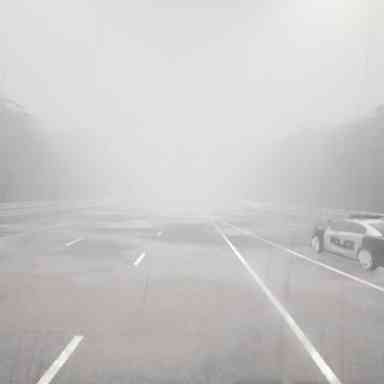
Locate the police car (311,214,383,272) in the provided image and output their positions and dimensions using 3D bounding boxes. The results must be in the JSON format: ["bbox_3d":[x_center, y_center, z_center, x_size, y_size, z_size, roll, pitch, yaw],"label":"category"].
[{"bbox_3d":[5.960,1.604,11.667,1.930,1.638,5.238,1,-1,-7],"label":"police car"}]
